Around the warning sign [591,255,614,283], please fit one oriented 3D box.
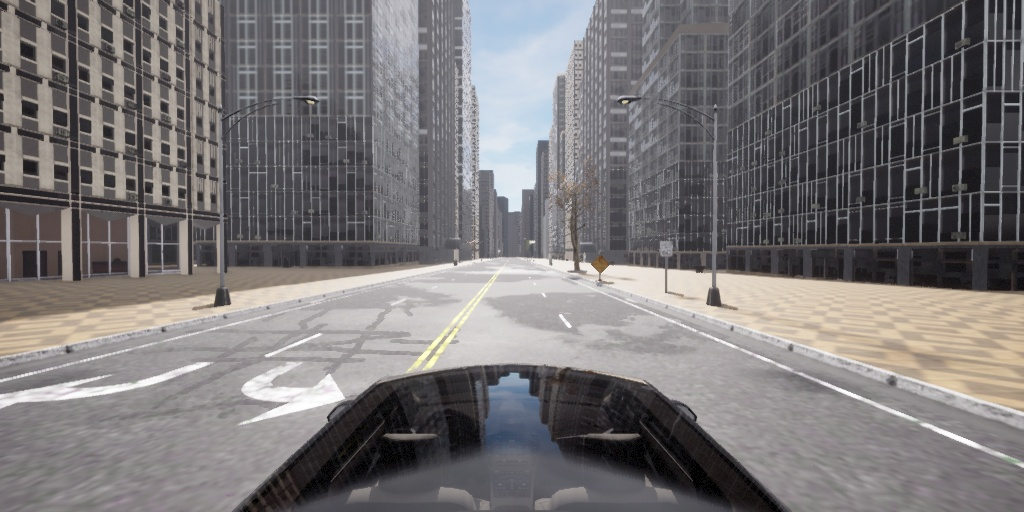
[{"bbox_3d":[6.100,0.856,24.875,1.300,1.860,1.060,0,0,0],"label":"warning sign"}]
